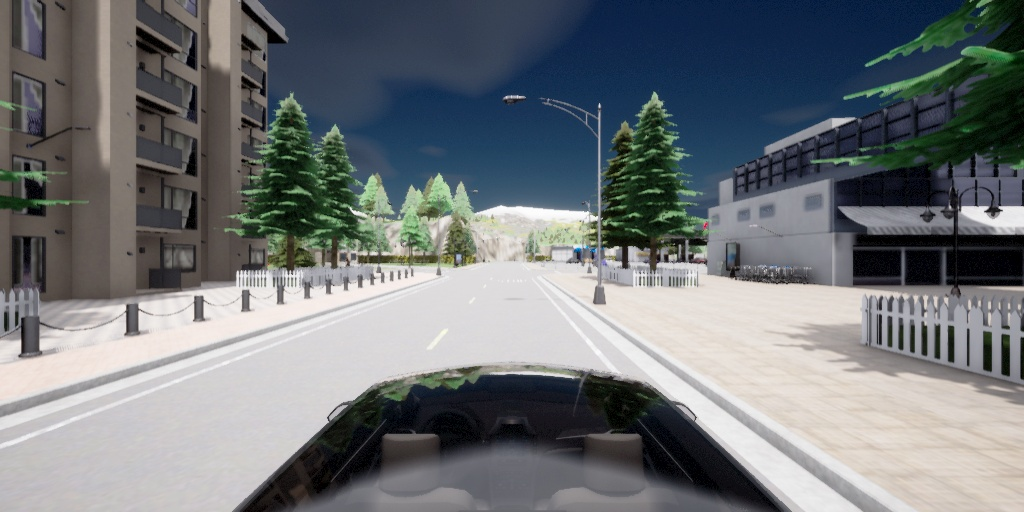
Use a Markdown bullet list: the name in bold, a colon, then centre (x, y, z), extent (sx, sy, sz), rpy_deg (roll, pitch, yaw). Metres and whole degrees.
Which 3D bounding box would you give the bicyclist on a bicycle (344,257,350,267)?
- **bicyclist on a bicycle**: centre (-21.786, 1.008, 47.473), extent (0.582, 1.620, 1.656), rpy_deg (0, 0, 1)
